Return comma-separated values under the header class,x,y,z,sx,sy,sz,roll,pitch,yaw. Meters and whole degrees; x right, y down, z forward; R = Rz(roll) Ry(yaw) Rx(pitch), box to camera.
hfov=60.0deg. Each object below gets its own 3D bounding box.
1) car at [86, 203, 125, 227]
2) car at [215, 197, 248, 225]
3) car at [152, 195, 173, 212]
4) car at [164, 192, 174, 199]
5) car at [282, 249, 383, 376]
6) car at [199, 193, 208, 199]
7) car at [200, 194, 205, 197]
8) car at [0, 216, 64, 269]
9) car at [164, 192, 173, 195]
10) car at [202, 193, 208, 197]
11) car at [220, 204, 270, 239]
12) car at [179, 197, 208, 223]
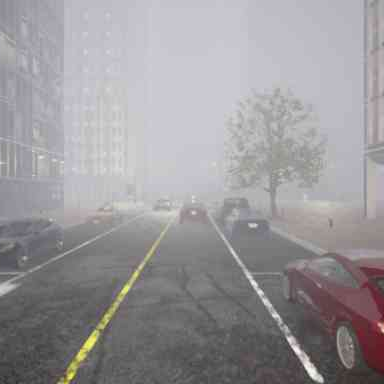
class,x,y,z,sx,sy,sz,roll,pitch,yaw
car,-5.687,1.420,22.171,1.752,1.417,4.829,0,0,0
car,2.694,1.209,22.339,2.192,1.841,5.009,0,0,0
car,-3.074,1.368,35.604,2.033,1.411,5.357,0,0,0
car,-5.780,0.820,83.202,2.192,1.841,5.009,0,0,0
car,2.692,1.558,5.250,1.802,1.307,4.206,0,0,0
car,2.798,1.055,83.202,2.008,1.369,4.403,0,0,0
car,0.102,1.292,40.914,2.163,1.488,4.792,0,0,0
car,-5.688,1.516,10.947,1.947,1.339,4.313,0,0,0
car,-5.812,1.074,77.355,1.752,1.417,4.829,0,0,0
car,2.829,0.987,77.523,1.967,1.590,4.097,0,0,0
car,2.693,1.488,16.644,1.947,1.339,4.313,0,0,0
car,0.101,1.388,24.179,2.163,1.488,4.792,0,0,0
